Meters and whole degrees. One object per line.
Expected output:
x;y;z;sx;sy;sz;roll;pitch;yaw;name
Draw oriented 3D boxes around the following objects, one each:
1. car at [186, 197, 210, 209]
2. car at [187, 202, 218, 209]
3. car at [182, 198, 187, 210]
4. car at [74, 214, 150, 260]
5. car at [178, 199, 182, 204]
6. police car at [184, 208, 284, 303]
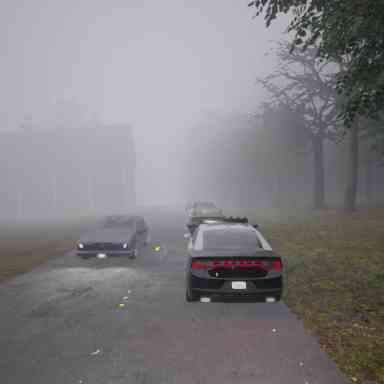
0.819;1.449;24.285;2.097;1.767;4.553;0;0;0;car
0.821;1.534;18.311;1.882;1.535;5.008;0;0;0;car
0.017;1.831;45.682;2.033;1.411;5.357;0;-1;1;car
-2.754;1.574;12.813;2.033;1.411;5.357;0;0;0;car
-2.766;2.639;94.348;1.994;1.385;4.181;0;-1;0;car
0.823;1.438;8.418;1.930;1.638;5.238;0;0;0;police car
